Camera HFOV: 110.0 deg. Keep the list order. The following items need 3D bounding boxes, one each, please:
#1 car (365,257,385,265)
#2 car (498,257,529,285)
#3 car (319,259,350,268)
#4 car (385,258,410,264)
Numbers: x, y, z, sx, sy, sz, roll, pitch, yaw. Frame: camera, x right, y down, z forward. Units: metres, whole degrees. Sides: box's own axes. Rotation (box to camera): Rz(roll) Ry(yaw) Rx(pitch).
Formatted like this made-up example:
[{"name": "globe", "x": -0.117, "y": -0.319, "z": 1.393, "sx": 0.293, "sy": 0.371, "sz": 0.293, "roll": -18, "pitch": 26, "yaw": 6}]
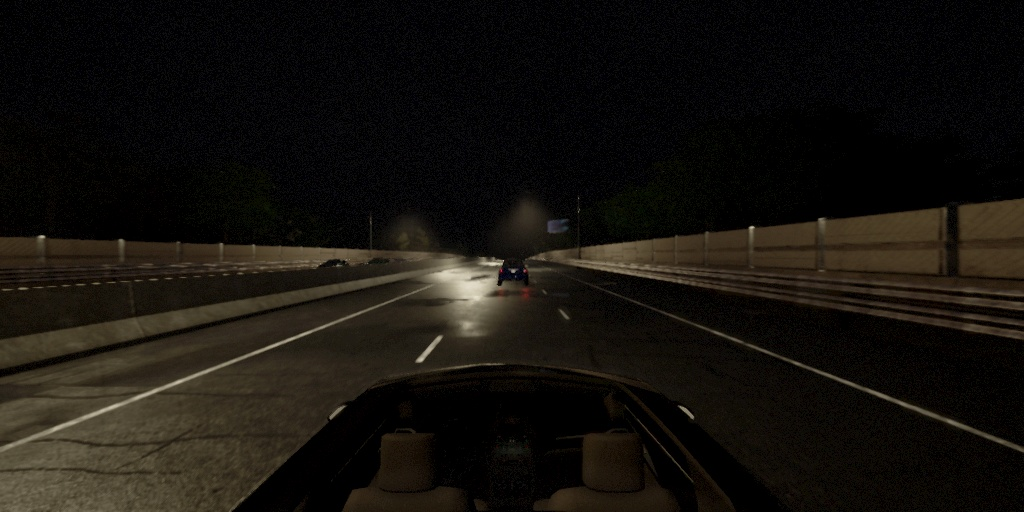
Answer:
[{"name": "car", "x": -17.541, "y": 0.965, "z": 47.200, "sx": 2.097, "sy": 1.767, "sz": 4.553, "roll": 0, "pitch": 0, "yaw": 0}, {"name": "car", "x": 0.094, "y": 1.027, "z": 25.548, "sx": 2.097, "sy": 1.767, "sz": 4.553, "roll": 0, "pitch": 0, "yaw": 0}, {"name": "car", "x": -21.057, "y": 1.132, "z": 42.660, "sx": 1.837, "sy": 1.490, "sz": 4.892, "roll": 0, "pitch": 0, "yaw": 0}, {"name": "car", "x": -14.037, "y": 1.163, "z": 46.048, "sx": 2.033, "sy": 1.411, "sz": 5.357, "roll": 0, "pitch": 0, "yaw": 1}]
